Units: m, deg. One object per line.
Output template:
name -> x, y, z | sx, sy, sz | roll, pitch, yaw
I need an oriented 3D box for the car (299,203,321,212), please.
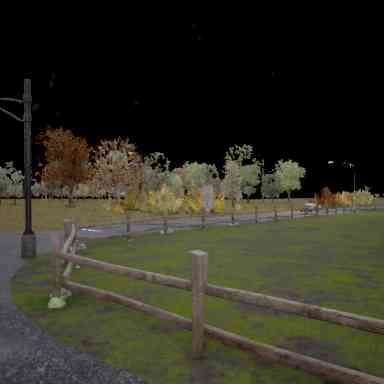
car -> 18.924, 2.448, 52.945 | 2.033, 1.411, 5.357 | -1, -2, 40
